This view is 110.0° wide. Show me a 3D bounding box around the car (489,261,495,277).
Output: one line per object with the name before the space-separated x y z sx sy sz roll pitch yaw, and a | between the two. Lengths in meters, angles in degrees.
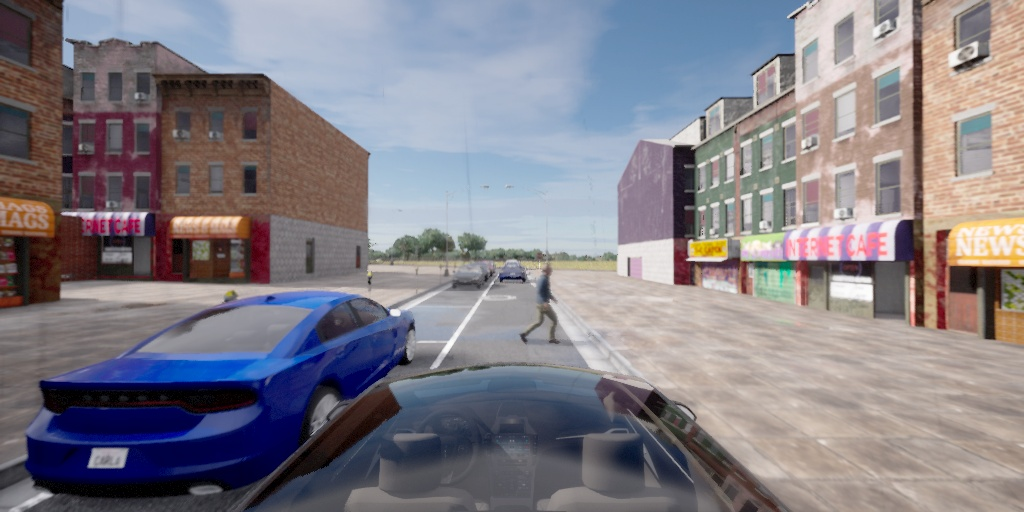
car | -2.643 1.212 27.809 1.948 1.339 4.313 0 0 0

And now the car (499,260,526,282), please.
car | 0.052 1.212 27.141 1.994 1.385 4.181 0 0 0

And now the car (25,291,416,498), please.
car | -2.750 1.209 4.917 1.882 1.535 5.008 0 0 0

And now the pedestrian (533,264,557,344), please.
pedestrian | 0.717 1.008 7.931 0.375 1.860 0.375 -1 0 0

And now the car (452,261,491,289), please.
car | -2.641 1.210 22.269 2.007 1.370 4.403 0 0 0
